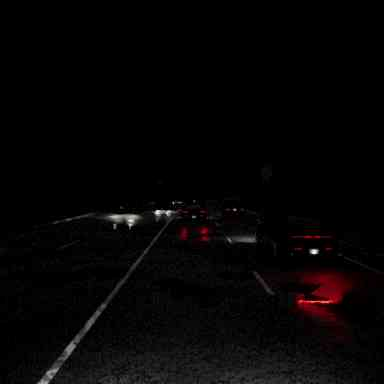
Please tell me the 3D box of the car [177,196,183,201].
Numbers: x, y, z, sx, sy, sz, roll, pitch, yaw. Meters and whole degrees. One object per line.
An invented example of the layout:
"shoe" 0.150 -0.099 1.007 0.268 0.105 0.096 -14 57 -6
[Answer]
"car" -3.234 1.504 76.459 1.994 1.385 4.181 0 0 10

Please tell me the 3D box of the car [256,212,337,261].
"car" 3.606 1.505 12.231 1.837 1.490 4.892 0 0 0

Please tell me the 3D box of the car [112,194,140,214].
"car" -6.988 1.223 35.946 2.150 2.045 5.566 0 0 1

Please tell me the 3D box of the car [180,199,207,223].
"car" 0.135 1.527 25.139 1.812 1.442 4.674 0 0 0

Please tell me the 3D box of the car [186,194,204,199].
"car" 0.381 1.224 43.065 2.150 2.045 5.566 0 0 2

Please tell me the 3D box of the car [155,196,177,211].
"car" -3.377 1.549 40.987 2.033 1.411 5.357 0 0 2

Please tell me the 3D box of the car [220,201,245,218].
"car" 3.637 1.549 30.576 2.033 1.411 5.357 0 0 0
